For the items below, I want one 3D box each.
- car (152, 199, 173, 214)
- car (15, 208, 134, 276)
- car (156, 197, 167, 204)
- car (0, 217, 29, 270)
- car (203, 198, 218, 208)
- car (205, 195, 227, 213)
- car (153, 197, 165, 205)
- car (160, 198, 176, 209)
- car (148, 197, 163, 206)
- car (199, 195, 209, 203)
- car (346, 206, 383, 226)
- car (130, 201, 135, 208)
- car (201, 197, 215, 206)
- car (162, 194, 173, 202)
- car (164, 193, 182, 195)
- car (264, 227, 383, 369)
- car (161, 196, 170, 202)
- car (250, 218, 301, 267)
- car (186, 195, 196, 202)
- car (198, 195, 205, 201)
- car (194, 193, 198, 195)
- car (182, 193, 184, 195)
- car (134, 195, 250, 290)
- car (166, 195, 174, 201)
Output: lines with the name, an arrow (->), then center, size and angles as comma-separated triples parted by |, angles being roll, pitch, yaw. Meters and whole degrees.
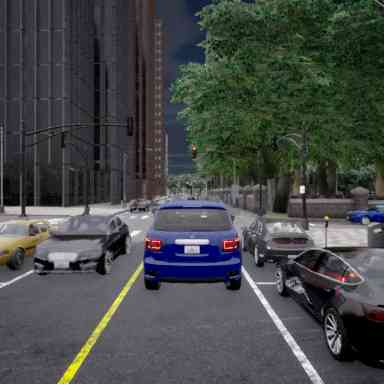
car -> -3.239, 1.537, 36.768 | 1.812, 1.442, 4.674 | 0, 0, 1
car -> -3.165, 1.492, 10.470 | 2.128, 1.511, 4.902 | 0, 0, 0
car -> -5.943, 1.625, 65.144 | 1.802, 1.307, 4.206 | 0, 0, 0
car -> -5.792, 1.526, 11.025 | 1.752, 1.417, 4.829 | 0, 0, 0
car -> 2.628, 1.590, 48.805 | 1.947, 1.339, 4.313 | 0, 0, 0
car -> 2.658, 1.327, 37.893 | 2.192, 1.841, 5.009 | 0, 0, 0
car -> -5.928, 1.619, 59.687 | 1.802, 1.307, 4.206 | 0, 0, 0
car -> -3.225, 1.547, 45.918 | 1.812, 1.442, 4.674 | 0, 0, 0
car -> -5.913, 1.581, 54.230 | 2.008, 1.369, 4.403 | 0, 0, 0
car -> 2.567, 1.490, 70.631 | 1.967, 1.590, 4.097 | 0, 0, 0
car -> 14.727, 1.806, 26.066 | 5.008, 1.535, 1.882 | 1, 0, 0
car -> -5.867, 1.578, 37.859 | 1.947, 1.339, 4.313 | 0, 0, 0
car -> 2.613, 1.581, 54.261 | 2.008, 1.369, 4.403 | 0, 0, 0
car -> -5.988, 1.378, 81.516 | 2.192, 1.841, 5.009 | 0, 0, 0
car -> -3.238, 1.384, 55.654 | 2.097, 1.767, 4.553 | 0, 0, 0
car -> 2.748, 1.566, 5.714 | 1.947, 1.339, 4.313 | 0, 0, 0
car -> -5.973, 1.638, 76.059 | 1.802, 1.307, 4.206 | 0, 0, 0
car -> 2.733, 1.551, 11.227 | 2.008, 1.369, 4.403 | 0, 0, 0
car -> -0.217, 1.584, 78.462 | 2.128, 1.511, 4.902 | 0, 0, 0
car -> 2.521, 1.596, 87.170 | 1.752, 1.417, 4.829 | 0, 0, 0
car -> -0.088, 1.549, 67.007 | 1.837, 1.490, 4.892 | 0, 0, 0
car -> -3.215, 1.536, 66.046 | 2.128, 1.511, 4.902 | 0, 0, 0
car -> 0.048, 1.222, 9.207 | 2.150, 2.045, 5.566 | 0, 0, 1
car -> -6.019, 1.624, 92.430 | 1.887, 1.381, 4.507 | 0, 0, 0
